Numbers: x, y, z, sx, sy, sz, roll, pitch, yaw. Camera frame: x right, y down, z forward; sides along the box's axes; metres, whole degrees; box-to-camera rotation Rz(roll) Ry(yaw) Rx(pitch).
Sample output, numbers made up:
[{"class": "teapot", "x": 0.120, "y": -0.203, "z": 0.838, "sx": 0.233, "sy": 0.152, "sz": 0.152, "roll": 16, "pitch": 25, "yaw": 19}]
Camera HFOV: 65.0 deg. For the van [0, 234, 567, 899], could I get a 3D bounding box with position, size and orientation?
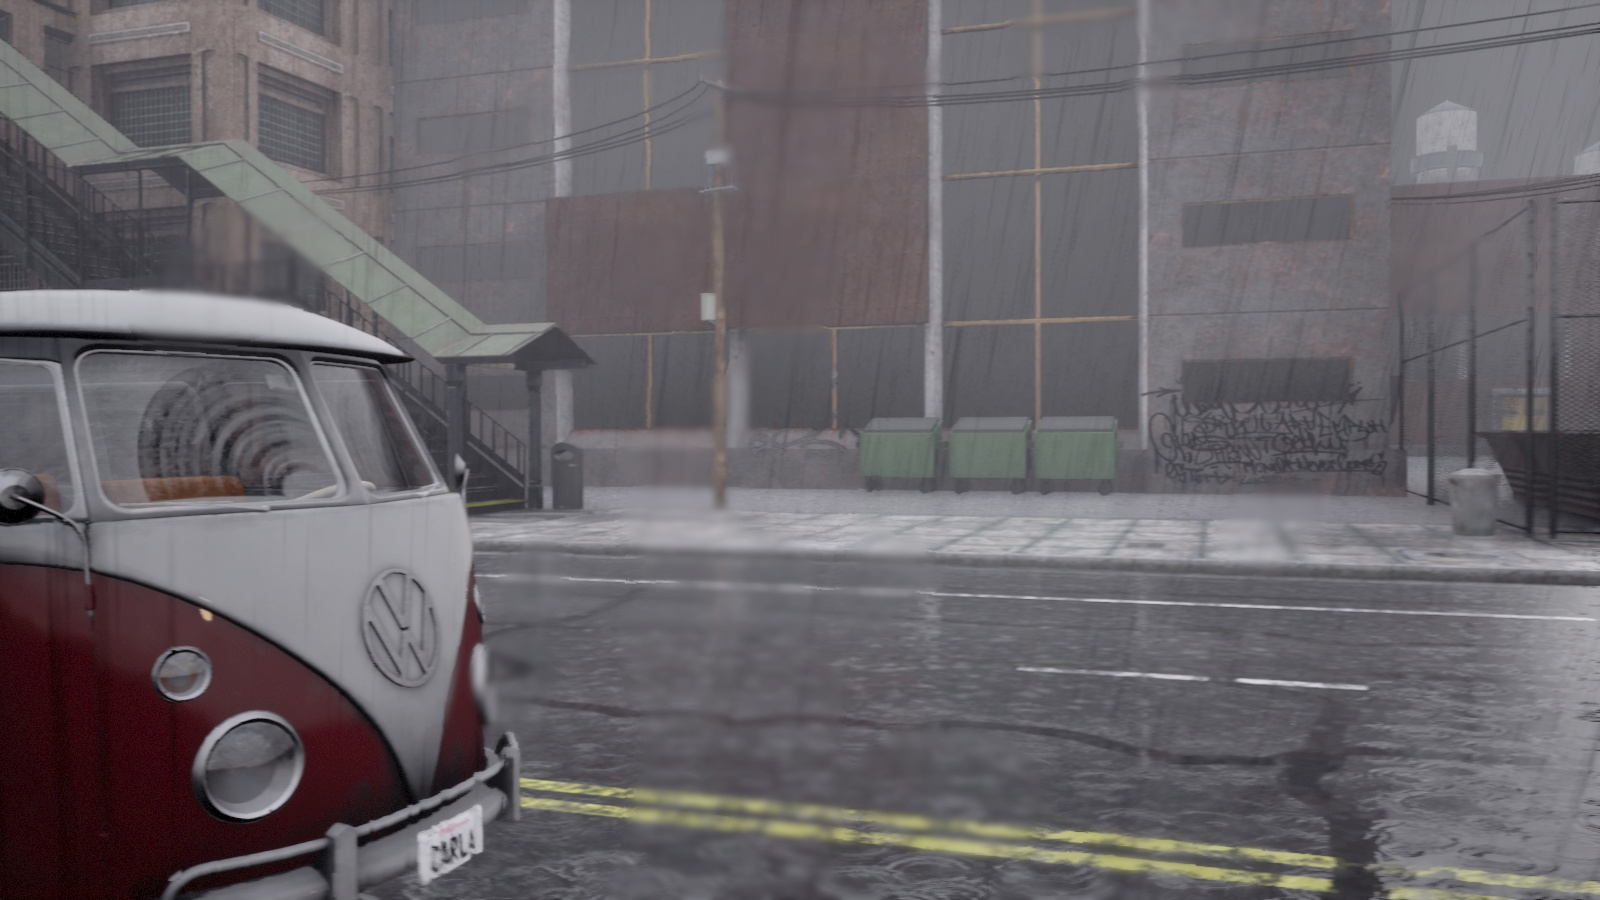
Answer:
[{"class": "van", "x": -3.206, "y": 0.499, "z": 4.269, "sx": 4.442, "sy": 1.987, "sz": 1.775, "roll": 0, "pitch": 1, "yaw": 19}]
